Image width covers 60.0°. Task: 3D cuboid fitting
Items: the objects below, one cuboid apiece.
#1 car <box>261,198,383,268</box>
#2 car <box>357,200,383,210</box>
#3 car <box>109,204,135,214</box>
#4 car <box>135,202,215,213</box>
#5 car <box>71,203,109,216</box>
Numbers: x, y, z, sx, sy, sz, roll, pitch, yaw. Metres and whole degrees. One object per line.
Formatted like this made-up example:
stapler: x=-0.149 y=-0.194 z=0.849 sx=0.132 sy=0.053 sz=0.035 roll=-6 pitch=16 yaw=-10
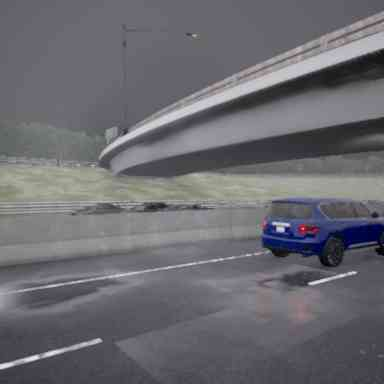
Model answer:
car: x=4.825 y=1.210 z=11.490 sx=5.566 sy=2.045 sz=2.150 roll=0 pitch=0 yaw=-36
car: x=26.189 y=1.854 z=48.435 sx=4.718 sy=1.301 sz=1.895 roll=1 pitch=0 yaw=-35
car: x=-2.961 y=1.493 z=23.378 sx=4.892 sy=1.490 sz=1.837 roll=0 pitch=0 yaw=-35
car: x=-0.662 y=1.481 z=20.718 sx=4.902 sy=1.511 sz=2.128 roll=0 pitch=0 yaw=-36
car: x=-6.819 y=1.551 z=24.923 sx=4.181 sy=1.385 sz=1.994 roll=0 pitch=0 yaw=-35
